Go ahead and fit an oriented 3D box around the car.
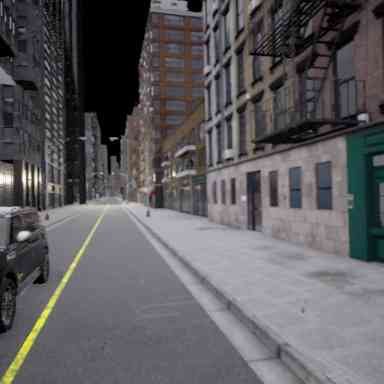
[{"bbox_3d":[-4.557,1.376,7.100,2.150,2.045,5.566,-1,-1,-14],"label":"car"}]
